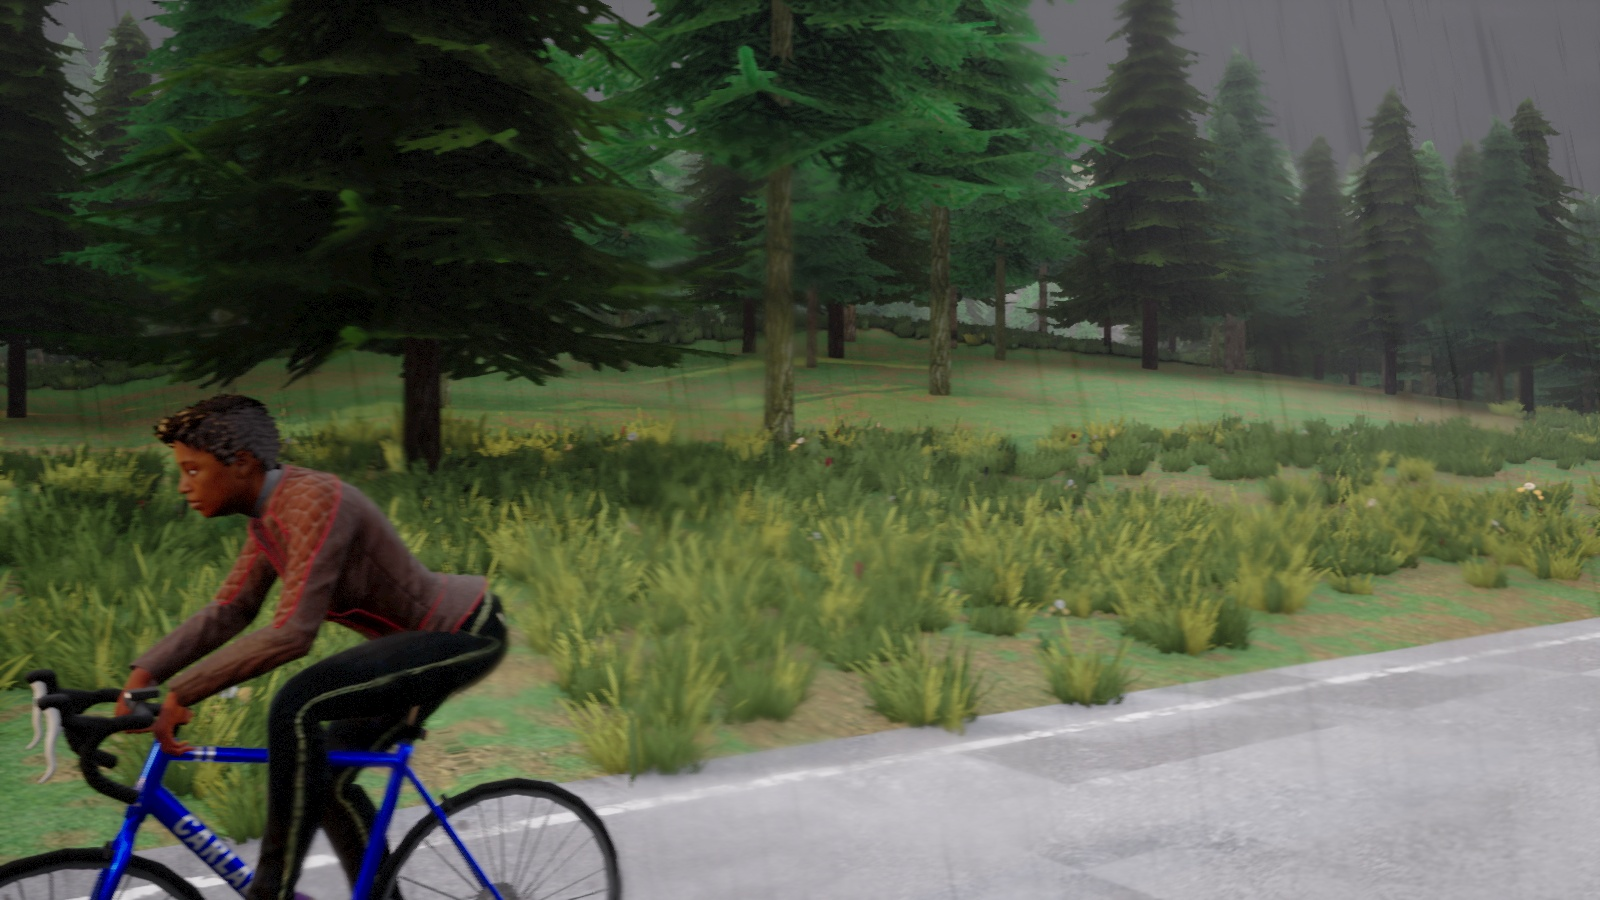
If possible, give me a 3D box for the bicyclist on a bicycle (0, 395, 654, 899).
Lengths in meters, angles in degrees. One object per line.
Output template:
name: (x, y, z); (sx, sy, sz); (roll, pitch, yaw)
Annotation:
bicyclist on a bicycle: (-1.203, 0.707, 2.822); (1.656, 1.620, 0.582); (0, 0, -35)
